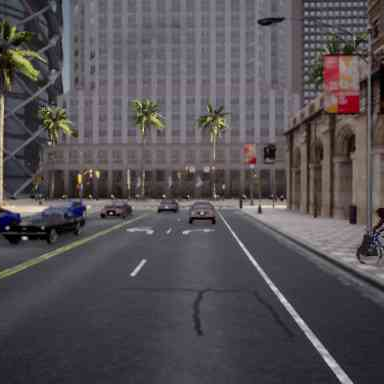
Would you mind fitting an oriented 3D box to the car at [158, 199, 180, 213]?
[{"bbox_3d":[-2.426,1.464,34.955,1.994,1.385,4.181,0,0,2],"label":"car"}]

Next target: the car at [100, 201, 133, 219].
[{"bbox_3d":[-6.298,1.489,28.128,1.994,1.385,4.181,0,0,2],"label":"car"}]

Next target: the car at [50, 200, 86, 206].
[{"bbox_3d":[-9.874,1.413,26.069,1.882,1.535,5.008,0,0,2],"label":"car"}]

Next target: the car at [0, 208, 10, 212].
[{"bbox_3d":[-10.222,1.443,15.901,1.882,1.535,5.008,0,0,2],"label":"car"}]

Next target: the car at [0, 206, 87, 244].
[{"bbox_3d":[-6.731,1.562,15.715,1.895,1.301,4.718,0,0,2],"label":"car"}]

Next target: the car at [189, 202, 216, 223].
[{"bbox_3d":[0.773,1.473,24.728,2.033,1.411,5.357,0,0,2],"label":"car"}]

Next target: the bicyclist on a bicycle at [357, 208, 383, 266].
[{"bbox_3d":[5.396,1.265,9.206,1.656,1.620,0.582,0,0,1],"label":"bicyclist on a bicycle"}]
